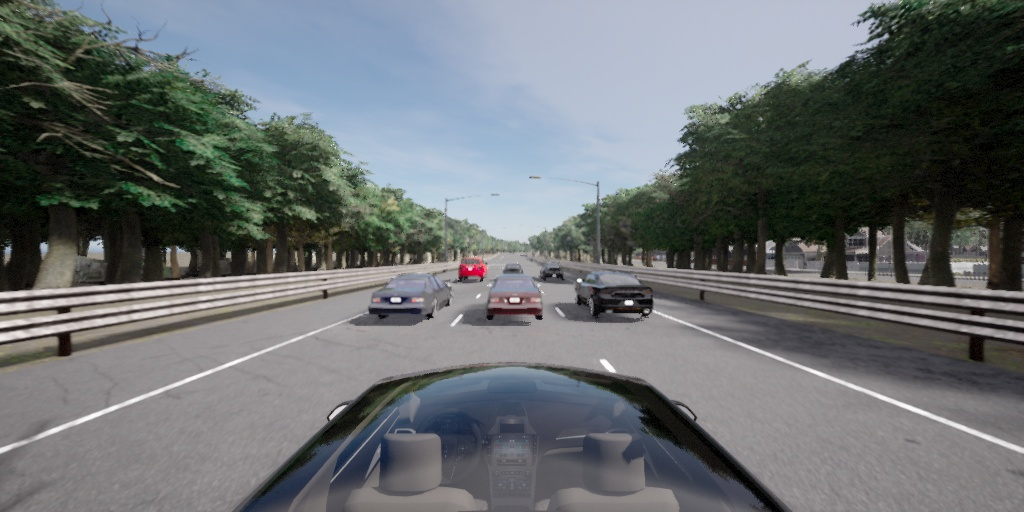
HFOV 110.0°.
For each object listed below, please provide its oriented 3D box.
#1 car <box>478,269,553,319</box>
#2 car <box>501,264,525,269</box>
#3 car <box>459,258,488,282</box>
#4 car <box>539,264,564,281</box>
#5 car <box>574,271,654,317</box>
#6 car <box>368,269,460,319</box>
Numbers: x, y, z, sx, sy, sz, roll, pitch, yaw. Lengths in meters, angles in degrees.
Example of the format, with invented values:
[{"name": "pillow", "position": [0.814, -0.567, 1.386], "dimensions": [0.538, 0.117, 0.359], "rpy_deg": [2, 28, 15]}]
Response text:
[{"name": "car", "position": [0.089, 1.353, 13.018], "dimensions": [2.033, 1.411, 5.357], "rpy_deg": [0, 0, 0]}, {"name": "car", "position": [0.100, 1.442, 32.964], "dimensions": [1.837, 1.490, 4.892], "rpy_deg": [0, 0, 0]}, {"name": "car", "position": [-3.400, 1.154, 31.849], "dimensions": [2.150, 2.045, 5.566], "rpy_deg": [0, 0, 0]}, {"name": "car", "position": [3.600, 1.442, 32.952], "dimensions": [1.837, 1.490, 4.892], "rpy_deg": [0, 0, 0]}, {"name": "car", "position": [3.587, 1.285, 13.431], "dimensions": [1.882, 1.535, 5.008], "rpy_deg": [0, 0, 0]}, {"name": "car", "position": [-3.409, 1.353, 13.055], "dimensions": [2.033, 1.411, 5.357], "rpy_deg": [0, 0, 0]}]
